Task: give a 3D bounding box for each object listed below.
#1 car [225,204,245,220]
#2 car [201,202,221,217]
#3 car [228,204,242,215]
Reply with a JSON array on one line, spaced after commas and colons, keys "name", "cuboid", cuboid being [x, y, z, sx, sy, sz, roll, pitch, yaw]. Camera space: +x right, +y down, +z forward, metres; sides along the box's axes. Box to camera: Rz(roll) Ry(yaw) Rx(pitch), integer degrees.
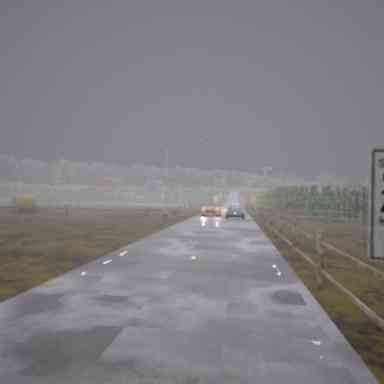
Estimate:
[{"name": "car", "cuboid": [4.599, 2.138, 35.380, 1.994, 1.385, 4.181, 1, -1, 8]}, {"name": "car", "cuboid": [2.354, 1.986, 39.791, 2.097, 1.767, 4.553, 1, -1, 8]}, {"name": "car", "cuboid": [5.872, 2.338, 45.416, 1.812, 1.442, 4.674, 1, -1, 8]}]
